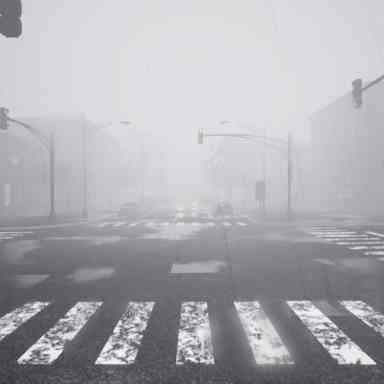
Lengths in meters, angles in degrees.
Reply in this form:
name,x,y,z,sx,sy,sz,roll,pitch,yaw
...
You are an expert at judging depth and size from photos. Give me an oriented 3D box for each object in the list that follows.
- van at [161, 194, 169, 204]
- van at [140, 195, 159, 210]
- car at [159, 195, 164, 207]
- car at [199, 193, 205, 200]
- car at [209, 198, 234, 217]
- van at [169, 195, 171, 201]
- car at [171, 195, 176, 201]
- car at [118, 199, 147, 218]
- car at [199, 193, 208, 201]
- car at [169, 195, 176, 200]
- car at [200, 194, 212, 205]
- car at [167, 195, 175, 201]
name,x,y,z,sx,sy,sz,roll,pitch,yaw
van,-5.465,1.329,58.147,1.690,1.788,3.998,0,0,0
van,-5.530,1.333,41.508,1.690,1.788,3.998,0,0,0
car,-5.507,1.536,47.055,1.887,1.381,4.507,0,0,0
car,2.984,1.550,74.752,1.947,1.339,4.313,-1,0,0
car,2.808,1.520,30.552,1.752,1.417,4.829,-1,0,0
van,-5.442,1.328,63.693,1.690,1.788,3.998,0,0,0
car,-5.375,1.549,80.332,1.947,1.339,4.313,0,0,0
car,-5.572,1.577,30.416,1.802,1.307,4.206,0,0,0
car,3.026,1.296,85.845,2.192,1.841,5.009,-1,0,0
car,-5.331,1.562,91.424,1.802,1.307,4.206,0,0,0
car,2.918,1.539,58.114,2.008,1.369,4.403,-1,0,0
car,-5.352,1.526,85.879,1.887,1.381,4.507,0,0,0
